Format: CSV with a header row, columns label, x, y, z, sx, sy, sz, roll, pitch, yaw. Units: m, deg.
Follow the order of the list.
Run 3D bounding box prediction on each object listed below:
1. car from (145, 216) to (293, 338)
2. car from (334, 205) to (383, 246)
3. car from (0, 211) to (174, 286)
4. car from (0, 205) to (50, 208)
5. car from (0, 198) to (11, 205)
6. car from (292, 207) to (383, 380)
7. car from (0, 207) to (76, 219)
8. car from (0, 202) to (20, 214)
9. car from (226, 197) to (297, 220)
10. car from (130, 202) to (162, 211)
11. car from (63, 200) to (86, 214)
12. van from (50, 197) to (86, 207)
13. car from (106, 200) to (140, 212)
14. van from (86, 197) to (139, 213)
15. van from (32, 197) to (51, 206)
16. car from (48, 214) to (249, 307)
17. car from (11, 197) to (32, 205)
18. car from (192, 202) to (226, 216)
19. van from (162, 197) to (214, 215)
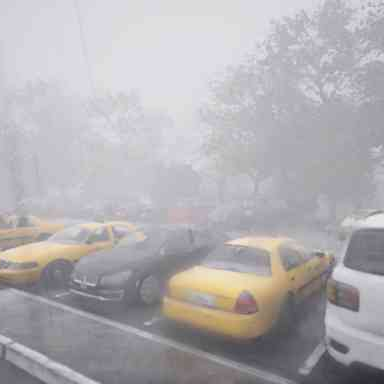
label,x,y,z,sx,sy,sz,roll,pitch,yaw
car,1.630,1.574,7.065,1.946,1.575,5.366,0,0,36
car,9.100,1.566,17.347,1.946,1.575,5.366,0,0,36
car,-3.084,1.595,10.022,1.946,1.575,5.366,0,0,36
car,-9.610,1.634,15.206,1.946,1.575,5.366,0,0,36
car,-17.722,1.599,36.968,2.435,2.045,5.566,-1,0,36
car,3.786,1.315,5.310,2.435,2.045,5.566,0,0,36
car,-7.679,1.619,13.349,1.946,1.575,5.366,0,0,36
car,-24.533,1.995,41.939,2.002,1.452,4.674,-1,0,36
car,4.738,1.339,20.770,2.435,2.045,5.566,0,0,36
car,-2.091,1.660,25.717,2.163,1.488,4.792,0,0,36
car,-8.728,1.712,30.495,2.097,1.535,5.008,-1,0,36
van,-10.908,1.521,32.211,1.878,1.987,4.442,-1,0,36
car,-4.229,1.681,27.266,2.163,1.488,4.792,-1,0,36
van,-6.540,1.454,28.770,1.878,1.987,4.442,-1,0,36
van,-13.288,1.555,33.647,1.878,1.987,4.442,-1,0,36
car,-0.724,1.588,8.549,2.231,1.521,4.892,0,0,36
car,-15.479,1.564,35.343,2.435,2.045,5.566,-1,0,36
car,2.463,1.630,22.348,2.163,1.488,4.792,0,0,36
van,0.203,1.388,24.164,1.878,1.987,4.442,0,0,36
